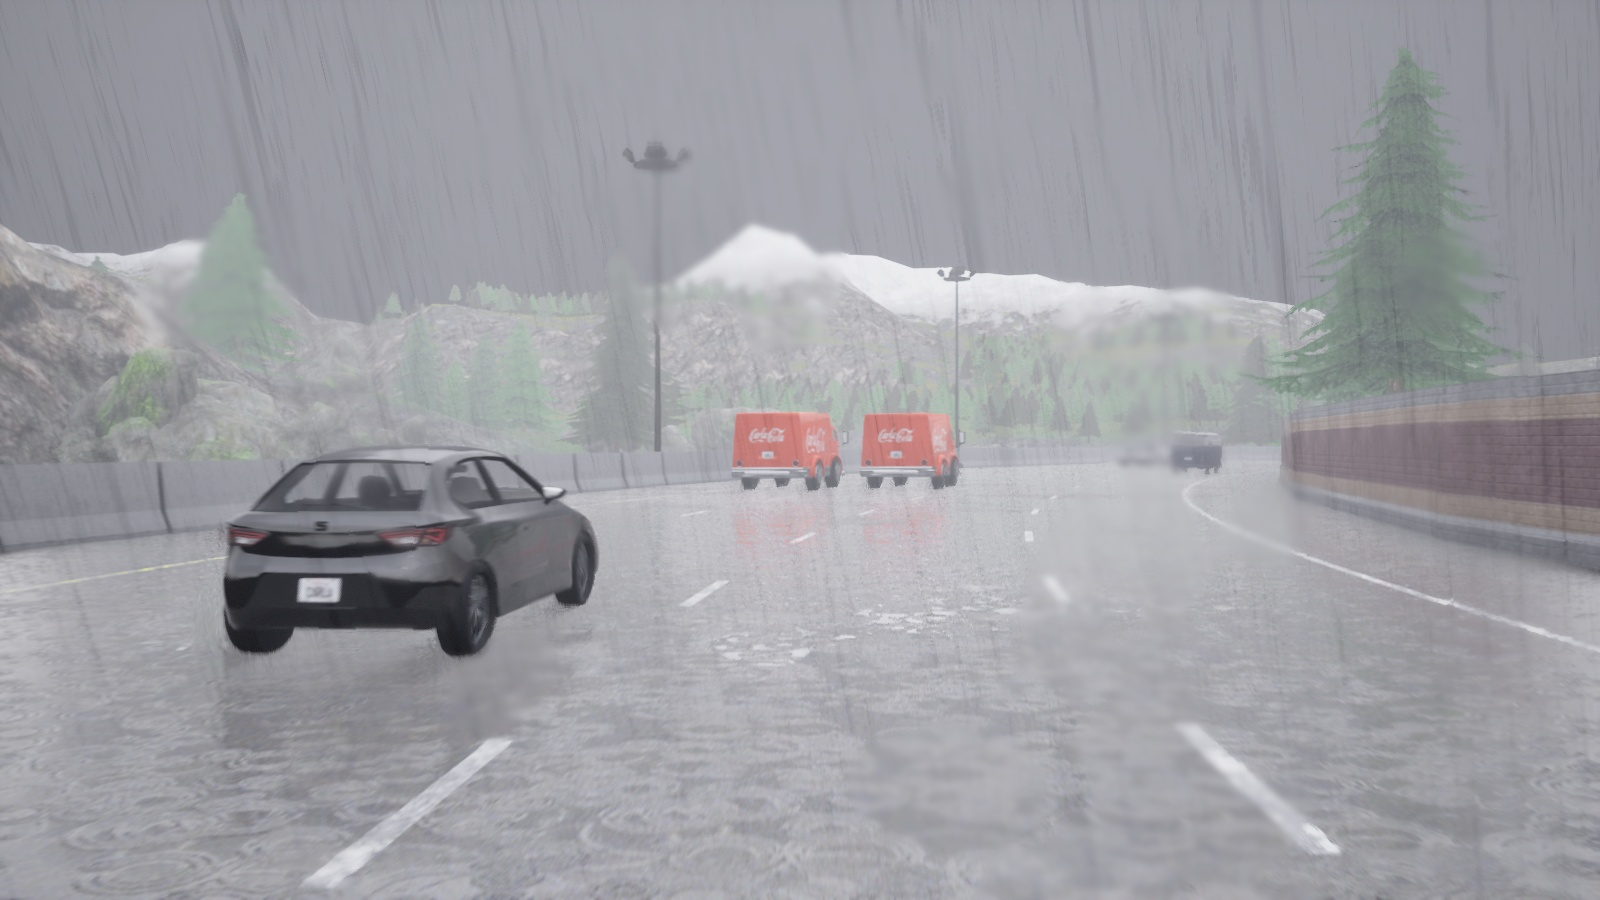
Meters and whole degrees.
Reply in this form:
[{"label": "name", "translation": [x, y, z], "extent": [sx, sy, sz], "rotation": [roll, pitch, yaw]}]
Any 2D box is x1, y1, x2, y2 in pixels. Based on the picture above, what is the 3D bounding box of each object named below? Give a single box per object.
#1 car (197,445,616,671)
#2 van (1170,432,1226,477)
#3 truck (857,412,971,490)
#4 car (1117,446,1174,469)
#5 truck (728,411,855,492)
[{"label": "car", "translation": [-2.919, 0.698, 10.380], "extent": [1.816, 1.474, 4.193], "rotation": [0, 0, 5]}, {"label": "van", "translation": [18.625, 0.191, 58.678], "extent": [1.775, 1.987, 4.442], "rotation": [0, 0, 28]}, {"label": "truck", "translation": [3.922, 0.026, 42.255], "extent": [2.627, 2.467, 5.204], "rotation": [0, 0, 19]}, {"label": "car", "translation": [20.963, 0.443, 76.096], "extent": [1.895, 1.301, 4.718], "rotation": [0, 0, 35]}, {"label": "truck", "translation": [-0.163, 0.028, 41.065], "extent": [2.627, 2.467, 5.204], "rotation": [0, 0, 18]}]
